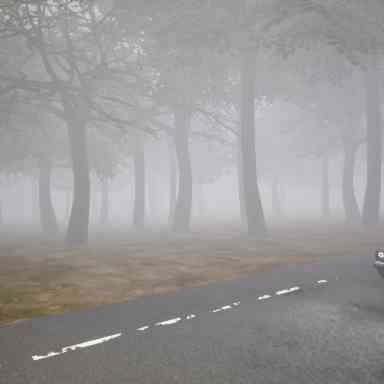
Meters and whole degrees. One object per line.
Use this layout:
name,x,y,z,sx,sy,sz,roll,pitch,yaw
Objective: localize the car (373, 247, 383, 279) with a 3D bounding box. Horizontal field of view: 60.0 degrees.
car,6.698,1.598,8.636,4.718,1.301,1.895,0,0,-35
